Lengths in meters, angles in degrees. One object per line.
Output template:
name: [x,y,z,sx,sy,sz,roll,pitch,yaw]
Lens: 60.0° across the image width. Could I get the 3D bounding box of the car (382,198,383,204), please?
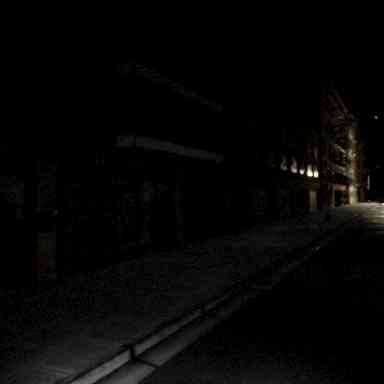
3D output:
car: [43.879,1.781,74.513,1.882,1.535,5.008,-1,-1,31]
